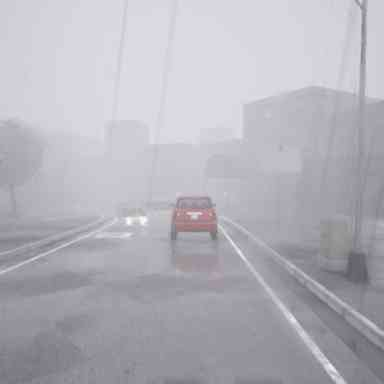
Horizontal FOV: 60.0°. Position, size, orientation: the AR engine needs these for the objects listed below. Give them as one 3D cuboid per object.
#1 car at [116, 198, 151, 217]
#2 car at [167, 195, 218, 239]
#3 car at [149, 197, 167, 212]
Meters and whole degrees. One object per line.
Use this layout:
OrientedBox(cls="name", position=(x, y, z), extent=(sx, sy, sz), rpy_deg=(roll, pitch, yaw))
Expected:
OrientedBox(cls="car", position=(-5.490, 1.442, 29.962), extent=(1.994, 1.385, 4.181), rpy_deg=(-1, 1, -24))
OrientedBox(cls="car", position=(0.059, 1.160, 17.073), extent=(2.150, 2.045, 5.566), rpy_deg=(0, 0, -1))
OrientedBox(cls="car", position=(-3.929, 1.244, 34.981), extent=(1.882, 1.535, 5.008), rpy_deg=(-1, 1, -30))
